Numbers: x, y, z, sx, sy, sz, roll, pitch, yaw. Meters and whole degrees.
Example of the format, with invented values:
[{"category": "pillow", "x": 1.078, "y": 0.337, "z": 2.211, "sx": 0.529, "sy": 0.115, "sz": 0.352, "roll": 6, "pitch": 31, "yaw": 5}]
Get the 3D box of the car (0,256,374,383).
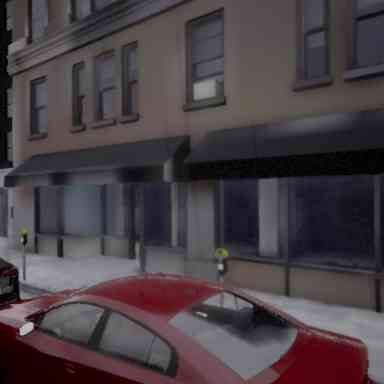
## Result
[{"category": "car", "x": -0.603, "y": 1.577, "z": 3.506, "sx": 4.507, "sy": 1.381, "sz": 1.887, "roll": -1, "pitch": 0, "yaw": 36}]
